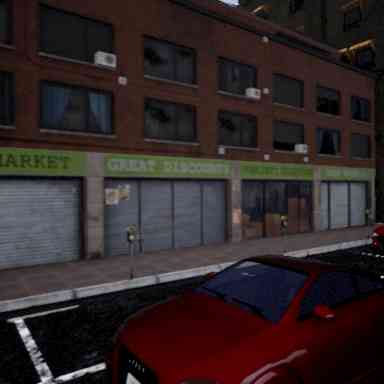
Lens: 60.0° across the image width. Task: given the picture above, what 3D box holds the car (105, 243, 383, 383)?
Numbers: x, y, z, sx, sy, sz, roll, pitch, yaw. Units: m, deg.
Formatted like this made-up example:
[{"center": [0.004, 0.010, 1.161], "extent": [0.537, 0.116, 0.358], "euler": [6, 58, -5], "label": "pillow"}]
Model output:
[{"center": [1.099, 1.553, 4.157], "extent": [4.181, 1.385, 1.994], "euler": [0, 0, -36], "label": "car"}]

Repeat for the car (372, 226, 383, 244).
[{"center": [8.645, 1.495, 12.738], "extent": [4.507, 1.381, 1.887], "euler": [0, 0, -36], "label": "car"}]
